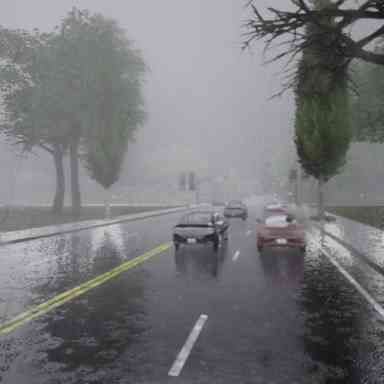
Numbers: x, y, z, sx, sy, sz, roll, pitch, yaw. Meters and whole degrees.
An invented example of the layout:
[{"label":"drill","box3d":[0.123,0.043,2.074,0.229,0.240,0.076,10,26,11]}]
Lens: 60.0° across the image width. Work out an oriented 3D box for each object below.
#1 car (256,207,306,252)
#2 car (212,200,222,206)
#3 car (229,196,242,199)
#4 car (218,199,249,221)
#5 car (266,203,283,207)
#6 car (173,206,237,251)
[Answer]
[{"label":"car","box3d":[3.724,1.599,14.121,1.812,1.442,4.674,-1,0,13]},{"label":"car","box3d":[5.056,2.132,63.294,1.895,1.301,4.718,-1,-1,13]},{"label":"car","box3d":[8.233,1.695,62.630,2.150,2.045,5.566,-1,-1,13]},{"label":"car","box3d":[3.912,1.700,29.399,2.128,1.511,4.902,-1,0,13]},{"label":"car","box3d":[7.098,1.690,28.743,1.812,1.442,4.674,-1,0,13]},{"label":"car","box3d":[0.539,1.609,14.778,2.128,1.511,4.902,-1,0,13]}]
